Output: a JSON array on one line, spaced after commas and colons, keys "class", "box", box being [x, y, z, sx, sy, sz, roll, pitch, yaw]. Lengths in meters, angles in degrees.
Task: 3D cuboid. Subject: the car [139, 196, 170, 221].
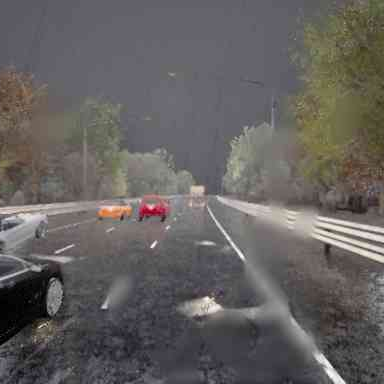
[{"class": "car", "box": [-3.163, 1.371, 28.700, 2.150, 2.045, 5.566, 0, 0, 1]}]

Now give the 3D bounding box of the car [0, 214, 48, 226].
[{"class": "car", "box": [-6.851, 1.428, 11.597, 1.895, 1.301, 4.718, -4, 7, 0]}]

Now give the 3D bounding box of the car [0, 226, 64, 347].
[{"class": "car", "box": [-3.388, 1.517, 4.549, 2.128, 1.511, 4.902, 0, 0, 0]}]

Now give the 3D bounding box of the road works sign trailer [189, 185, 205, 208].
[{"class": "road works sign trailer", "box": [0.819, 0.716, 52.858, 2.380, 3.560, 2.880, 0, 0, 3]}]

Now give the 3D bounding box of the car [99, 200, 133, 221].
[{"class": "car", "box": [-6.629, 1.506, 29.307, 2.097, 1.767, 4.553, 0, 0, 1]}]
